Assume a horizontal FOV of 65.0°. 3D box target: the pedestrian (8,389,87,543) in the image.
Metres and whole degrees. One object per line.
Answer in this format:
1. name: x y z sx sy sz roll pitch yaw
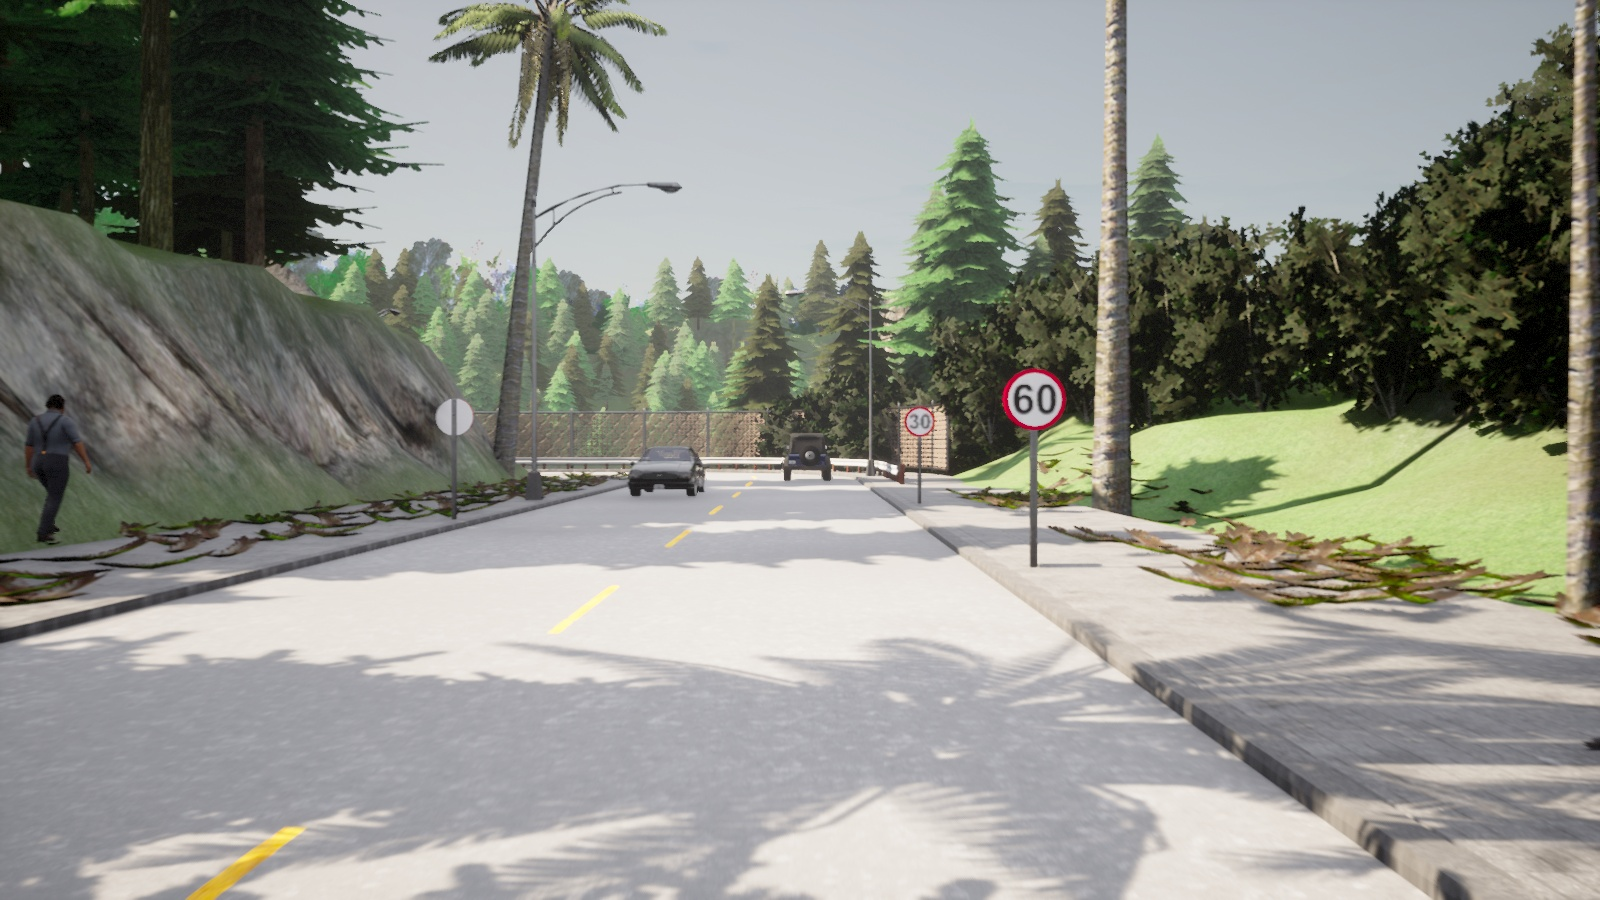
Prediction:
1. pedestrian: -9.205 0.192 15.383 0.540 1.848 0.694 0 0 2

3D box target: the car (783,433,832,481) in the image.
1. car: 0.264 0.256 50.853 1.905 1.878 3.866 0 0 -1

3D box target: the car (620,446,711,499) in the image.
1. car: -3.787 0.586 36.360 2.033 1.411 5.357 0 0 0
